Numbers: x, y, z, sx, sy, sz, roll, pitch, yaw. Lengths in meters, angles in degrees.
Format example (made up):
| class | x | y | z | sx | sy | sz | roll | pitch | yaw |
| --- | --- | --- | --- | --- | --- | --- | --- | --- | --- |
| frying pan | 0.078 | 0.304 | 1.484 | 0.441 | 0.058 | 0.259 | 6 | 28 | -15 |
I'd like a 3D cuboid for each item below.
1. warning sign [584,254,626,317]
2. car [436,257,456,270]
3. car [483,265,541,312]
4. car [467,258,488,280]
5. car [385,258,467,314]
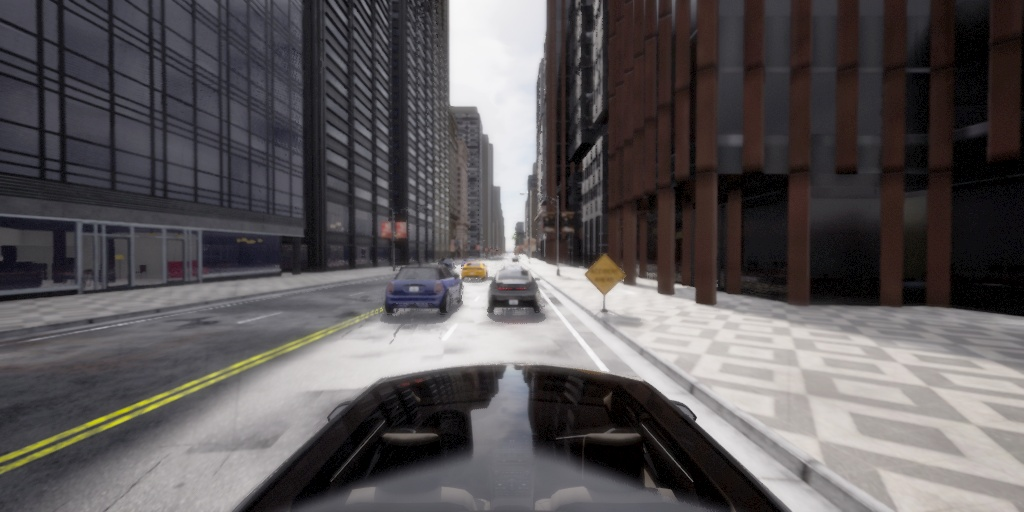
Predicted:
| class | x | y | z | sx | sy | sz | roll | pitch | yaw |
| --- | --- | --- | --- | --- | --- | --- | --- | --- | --- |
| warning sign | 2.850 | 0.863 | 11.118 | 1.300 | 1.860 | 1.060 | 0 | 0 | 0 |
| car | -9.816 | 1.079 | 53.519 | 2.097 | 1.767 | 4.553 | 0 | 0 | 0 |
| car | 0.070 | 1.252 | 14.081 | 1.837 | 1.490 | 4.892 | 0 | 0 | 0 |
| car | -3.171 | 1.219 | 31.158 | 1.882 | 1.535 | 5.008 | 0 | 0 | 0 |
| car | -3.181 | 1.097 | 13.822 | 2.097 | 1.767 | 4.553 | 0 | 0 | 0 |
